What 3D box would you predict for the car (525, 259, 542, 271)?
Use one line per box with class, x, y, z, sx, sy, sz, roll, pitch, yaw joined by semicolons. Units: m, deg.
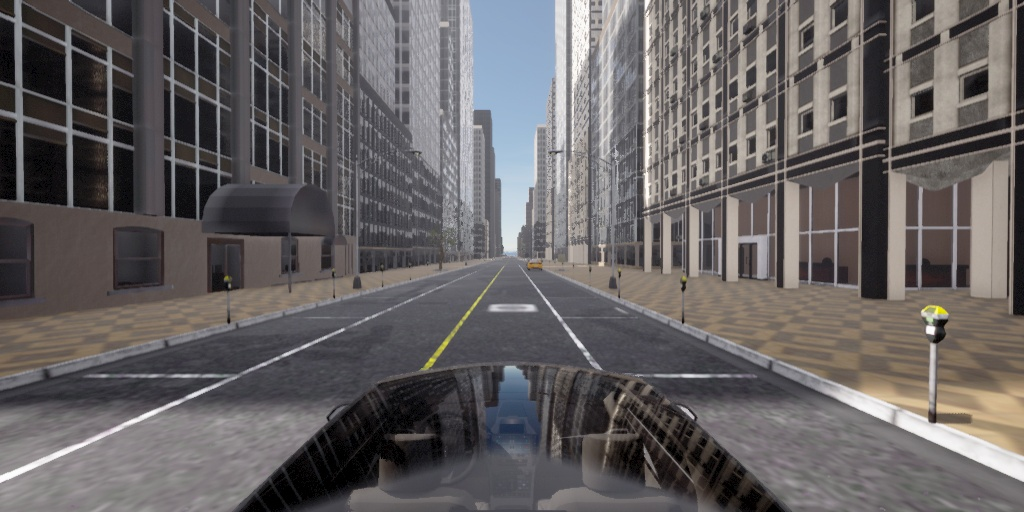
car;3.140;1.196;49.811;1.882;1.535;5.008;0;0;0
